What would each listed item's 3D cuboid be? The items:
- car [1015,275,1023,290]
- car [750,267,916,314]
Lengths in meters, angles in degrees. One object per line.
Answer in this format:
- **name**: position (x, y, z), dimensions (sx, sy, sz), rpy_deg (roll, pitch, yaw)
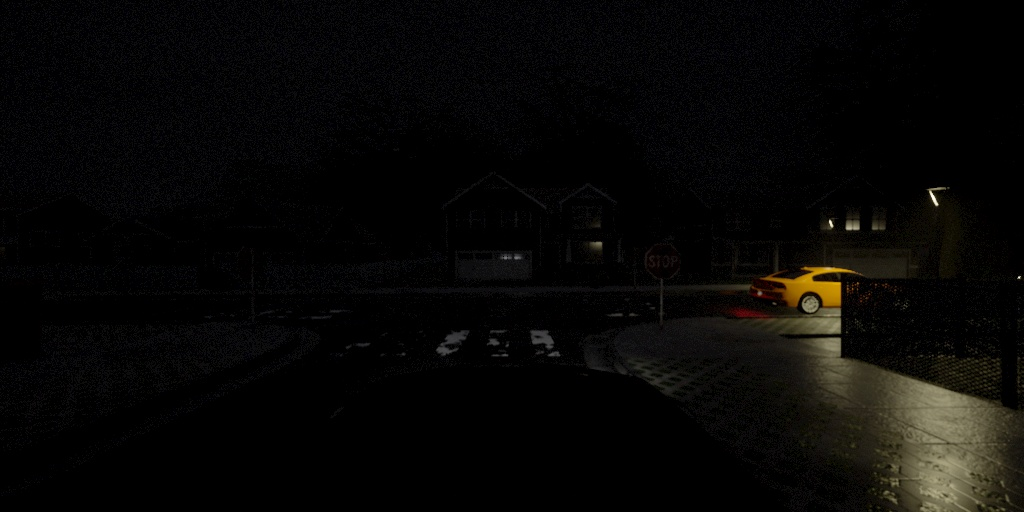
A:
- **car**: position (25.439, 1.078, 15.732), dimensions (4.718, 1.301, 1.895), rpy_deg (-1, 1, 0)
- **car**: position (11.358, 1.157, 12.856), dimensions (5.008, 1.535, 1.882), rpy_deg (-1, 1, 0)
